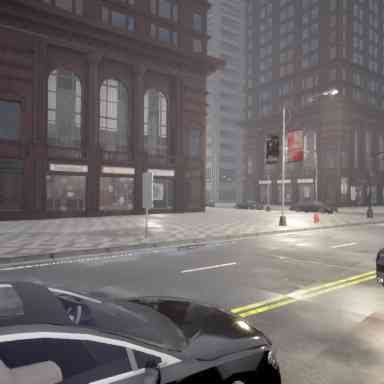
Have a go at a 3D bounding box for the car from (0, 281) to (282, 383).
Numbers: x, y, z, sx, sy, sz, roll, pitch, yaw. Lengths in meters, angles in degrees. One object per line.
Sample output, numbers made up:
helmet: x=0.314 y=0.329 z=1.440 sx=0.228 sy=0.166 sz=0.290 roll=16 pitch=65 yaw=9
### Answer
car: x=-1.387 y=1.492 z=2.450 sx=4.902 sy=1.511 sz=2.128 roll=0 pitch=0 yaw=-36

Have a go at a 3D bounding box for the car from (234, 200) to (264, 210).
car: x=7.720 y=1.785 z=45.289 sx=1.994 sy=1.385 sz=4.181 roll=1 pitch=-1 yaw=-35

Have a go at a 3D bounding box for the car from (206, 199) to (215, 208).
car: x=1.690 y=1.746 z=53.780 sx=1.882 sy=1.535 sz=5.008 roll=1 pitch=-1 yaw=-35

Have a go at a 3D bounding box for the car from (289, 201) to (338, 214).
car: x=13.478 y=1.723 z=37.188 sx=2.033 sy=1.411 sz=5.357 roll=1 pitch=-1 yaw=-35

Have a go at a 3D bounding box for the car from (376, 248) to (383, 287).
car: x=6.227 y=1.515 z=7.874 sx=4.892 sy=1.490 sz=1.837 roll=0 pitch=0 yaw=-35
